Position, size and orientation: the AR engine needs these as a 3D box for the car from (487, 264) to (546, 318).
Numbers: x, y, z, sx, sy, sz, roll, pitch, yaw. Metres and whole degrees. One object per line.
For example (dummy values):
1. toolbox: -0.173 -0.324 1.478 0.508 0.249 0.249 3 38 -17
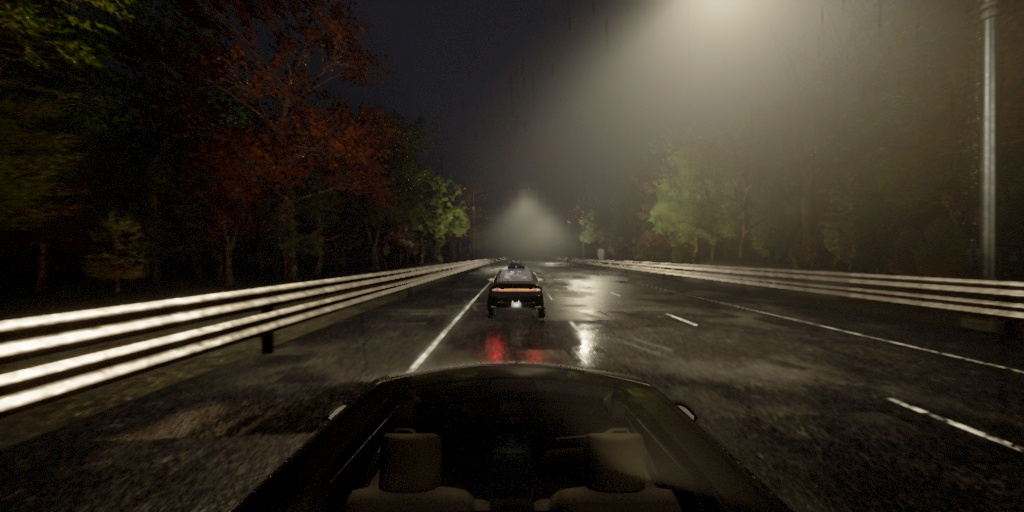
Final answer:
1. car: 0.139 1.217 12.938 2.128 1.511 4.902 0 0 0

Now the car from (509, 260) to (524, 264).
1. car: 0.529 1.221 43.650 1.994 1.385 4.181 0 0 1
